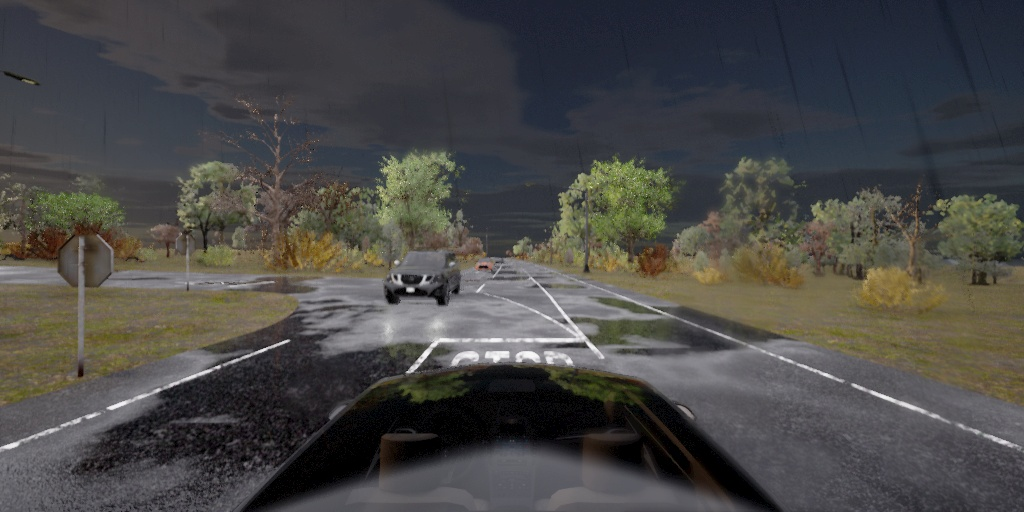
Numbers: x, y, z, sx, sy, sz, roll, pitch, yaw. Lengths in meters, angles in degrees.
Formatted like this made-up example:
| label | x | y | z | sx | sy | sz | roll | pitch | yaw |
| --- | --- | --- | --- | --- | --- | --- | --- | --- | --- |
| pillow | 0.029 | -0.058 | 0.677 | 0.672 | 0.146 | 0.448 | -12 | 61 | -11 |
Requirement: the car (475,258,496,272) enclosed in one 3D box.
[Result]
| label | x | y | z | sx | sy | sz | roll | pitch | yaw |
| --- | --- | --- | --- | --- | --- | --- | --- | --- | --- |
| car | -3.559 | 1.075 | 46.560 | 2.097 | 1.767 | 4.553 | 0 | 0 | 0 |

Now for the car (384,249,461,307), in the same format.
| label | x | y | z | sx | sy | sz | roll | pitch | yaw |
| --- | --- | --- | --- | --- | --- | --- | --- | --- | --- |
| car | -3.469 | 0.745 | 15.033 | 2.150 | 2.045 | 5.566 | 1 | 1 | 0 |
